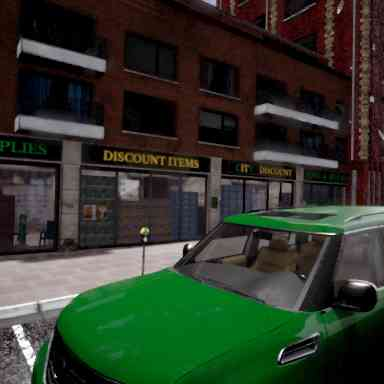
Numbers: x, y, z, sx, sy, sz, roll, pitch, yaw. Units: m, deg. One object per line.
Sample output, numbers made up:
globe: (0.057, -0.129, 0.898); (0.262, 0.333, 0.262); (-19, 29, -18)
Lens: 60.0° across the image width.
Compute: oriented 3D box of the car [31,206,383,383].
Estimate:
car: (1.253, 1.224, 3.836); (5.566, 2.045, 2.150); (0, 0, -35)
